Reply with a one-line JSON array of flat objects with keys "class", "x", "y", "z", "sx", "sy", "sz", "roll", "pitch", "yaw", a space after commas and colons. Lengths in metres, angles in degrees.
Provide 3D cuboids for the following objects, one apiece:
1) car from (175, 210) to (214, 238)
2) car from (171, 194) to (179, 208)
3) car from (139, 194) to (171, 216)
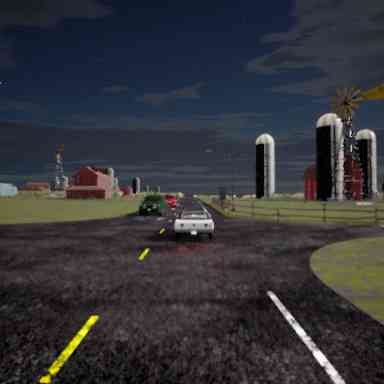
[{"class": "car", "x": 0.098, "y": 1.640, "z": 18.008, "sx": 1.895, "sy": 1.301, "sz": 4.718, "roll": 0, "pitch": 0, "yaw": 0}, {"class": "car", "x": -3.584, "y": 1.342, "z": 49.952, "sx": 2.150, "sy": 2.045, "sz": 5.566, "roll": 0, "pitch": 0, "yaw": 0}, {"class": "car", "x": -3.754, "y": 1.292, "z": 33.247, "sx": 2.150, "sy": 2.045, "sz": 5.566, "roll": 0, "pitch": 0, "yaw": 3}]
